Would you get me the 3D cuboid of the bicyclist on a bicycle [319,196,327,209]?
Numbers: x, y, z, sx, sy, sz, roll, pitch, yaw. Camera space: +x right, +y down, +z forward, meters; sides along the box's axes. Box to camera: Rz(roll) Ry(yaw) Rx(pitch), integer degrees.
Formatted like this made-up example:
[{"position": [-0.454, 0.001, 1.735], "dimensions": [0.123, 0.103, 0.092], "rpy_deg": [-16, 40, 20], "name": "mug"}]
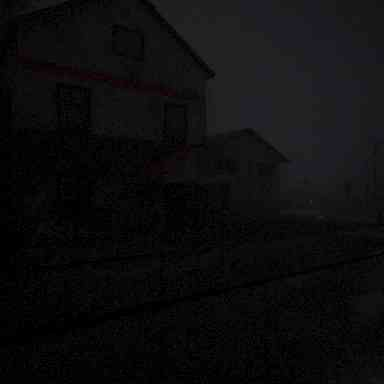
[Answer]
[{"position": [15.989, 1.265, 40.435], "dimensions": [1.656, 1.620, 0.582], "rpy_deg": [-1, 0, -36], "name": "bicyclist on a bicycle"}]
